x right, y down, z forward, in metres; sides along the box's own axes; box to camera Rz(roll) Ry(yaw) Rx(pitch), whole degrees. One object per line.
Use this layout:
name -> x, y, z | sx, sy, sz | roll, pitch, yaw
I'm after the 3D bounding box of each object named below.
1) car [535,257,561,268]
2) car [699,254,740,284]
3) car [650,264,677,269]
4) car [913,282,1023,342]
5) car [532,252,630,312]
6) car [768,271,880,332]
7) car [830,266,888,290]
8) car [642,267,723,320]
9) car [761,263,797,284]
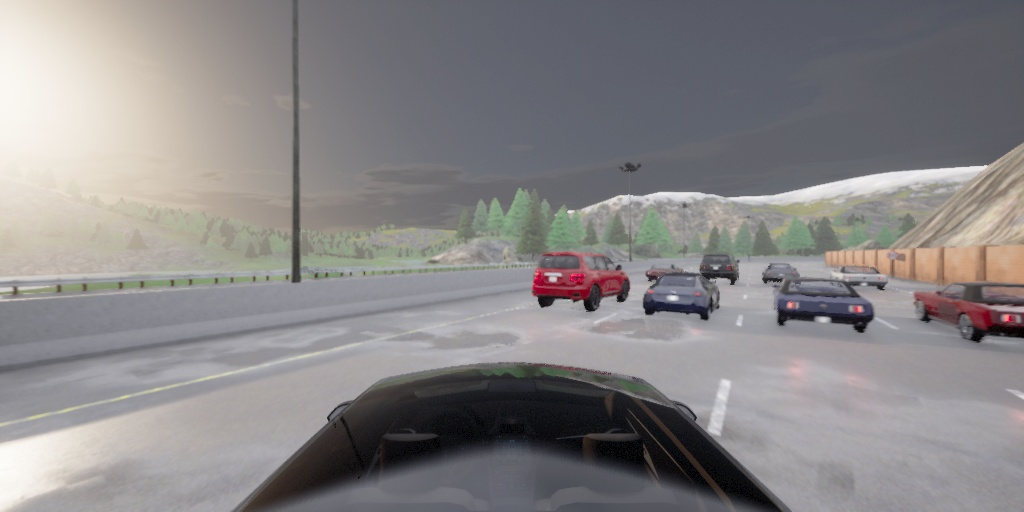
car -> 5.754, 0.988, 56.179 | 1.882, 1.535, 5.008 | 0, 0, 34
car -> 14.756, 0.845, 25.514 | 2.150, 2.045, 5.566 | 0, 1, 35
car -> 11.629, 1.221, 27.147 | 1.895, 1.301, 4.718 | 0, 0, 34
car -> 11.929, 1.297, 8.841 | 1.895, 1.301, 4.718 | 0, 0, 34
car -> 2.908, 0.906, 14.263 | 2.150, 2.045, 5.566 | 0, -1, 35
car -> 9.027, 1.295, 10.798 | 1.895, 1.301, 4.718 | 0, 0, 34
car -> 20.328, 1.229, 21.267 | 1.895, 1.301, 4.718 | 0, 0, 34
car -> 6.029, 1.255, 12.612 | 1.994, 1.385, 4.181 | 0, 0, 34
car -> 18.490, 1.181, 24.777 | 1.994, 1.385, 4.181 | 0, 0, 34
